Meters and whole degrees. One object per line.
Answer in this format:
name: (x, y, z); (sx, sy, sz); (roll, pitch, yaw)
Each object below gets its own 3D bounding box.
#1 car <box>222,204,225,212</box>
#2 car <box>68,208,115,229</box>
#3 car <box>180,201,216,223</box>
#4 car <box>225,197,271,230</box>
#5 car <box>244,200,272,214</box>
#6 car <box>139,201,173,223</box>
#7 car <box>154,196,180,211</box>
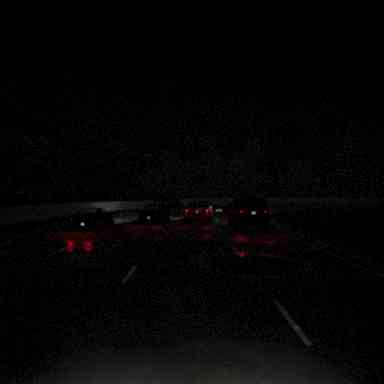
car: (5.428, 1.814, 42.446); (1.994, 1.385, 4.181); (0, 0, 27)
car: (-6.781, 1.737, 22.989); (1.895, 1.301, 4.718); (0, 0, 2)
car: (0.586, 1.511, 27.086); (2.097, 1.767, 4.553); (0, 0, 5)
car: (3.674, 1.350, 22.097); (2.150, 2.045, 5.566); (0, -1, 1)
car: (8.115, 1.786, 40.438); (2.033, 1.411, 5.357); (0, 0, 27)
car: (-2.980, 1.683, 26.756); (1.812, 1.442, 4.674); (0, 0, 6)
car: (-2.962, 1.467, 41.724); (2.150, 2.045, 5.566); (0, 0, 21)
